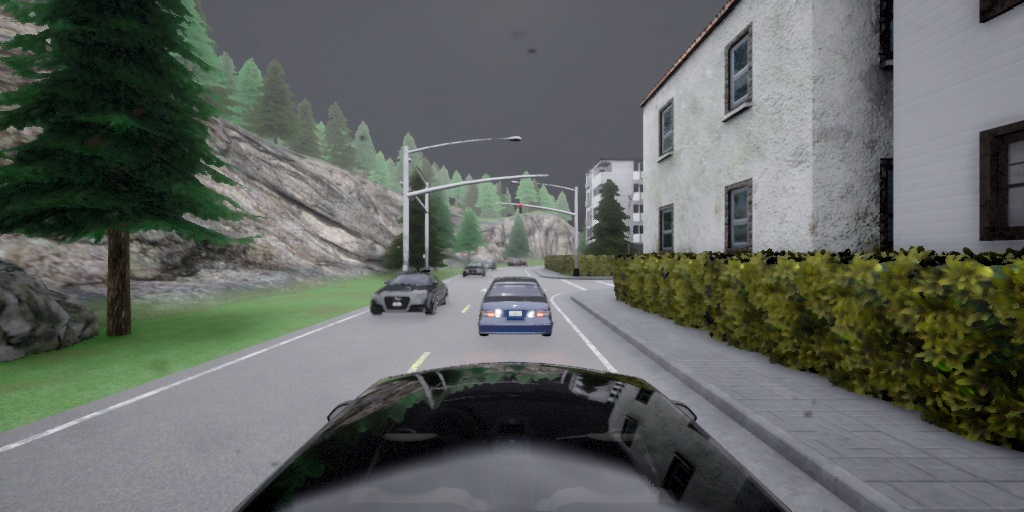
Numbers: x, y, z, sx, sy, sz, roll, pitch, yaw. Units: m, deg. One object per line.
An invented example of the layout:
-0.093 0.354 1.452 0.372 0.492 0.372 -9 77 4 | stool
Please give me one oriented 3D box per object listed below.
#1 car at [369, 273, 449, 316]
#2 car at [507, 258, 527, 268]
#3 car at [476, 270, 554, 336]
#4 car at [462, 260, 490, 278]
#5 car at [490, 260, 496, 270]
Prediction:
-3.590 1.314 13.182 1.994 1.385 4.181 0 0 0 | car
0.912 1.100 63.698 2.097 1.767 4.553 0 0 31 | car
0.088 1.297 10.313 2.033 1.411 5.357 0 0 0 | car
-3.528 1.314 34.331 1.994 1.385 4.181 0 0 0 | car
-3.204 1.242 48.249 2.128 1.511 4.902 0 0 4 | car
